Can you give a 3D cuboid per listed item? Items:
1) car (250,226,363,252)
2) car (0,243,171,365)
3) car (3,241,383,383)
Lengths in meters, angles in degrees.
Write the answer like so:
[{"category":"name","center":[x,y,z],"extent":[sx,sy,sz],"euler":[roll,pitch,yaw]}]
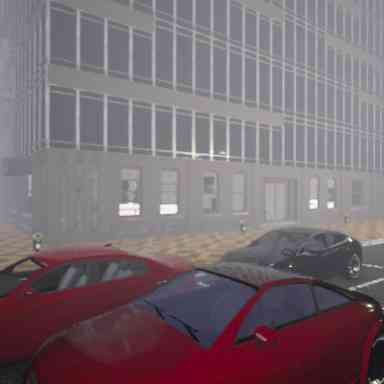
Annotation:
[{"category":"car","center":[2.632,1.584,8.447],"extent":[4.313,1.339,1.947],"euler":[0,0,-36]},{"category":"car","center":[-1.997,1.548,5.135],"extent":[4.507,1.381,1.887],"euler":[0,0,-36]},{"category":"car","center":[0.435,1.570,3.694],"extent":[4.181,1.385,1.994],"euler":[0,0,-36]}]
